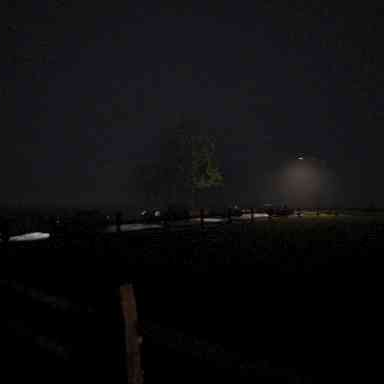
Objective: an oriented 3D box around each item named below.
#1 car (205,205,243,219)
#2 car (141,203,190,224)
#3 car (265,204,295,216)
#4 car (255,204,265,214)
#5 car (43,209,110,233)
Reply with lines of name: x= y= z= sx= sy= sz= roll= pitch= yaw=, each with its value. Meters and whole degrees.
car: x=3.646 y=2.088 z=36.151 sx=2.033 sy=1.411 sz=5.357 roll=0 pitch=-1 yaw=38
car: x=-2.238 y=1.754 z=28.592 sx=2.097 sy=1.767 sz=4.553 roll=0 pitch=-1 yaw=38
car: x=11.127 y=2.224 z=40.969 sx=1.994 sy=1.385 sz=4.181 roll=0 pitch=-1 yaw=38
car: x=10.115 y=2.255 z=44.409 sx=1.994 sy=1.385 sz=4.181 roll=0 pitch=-1 yaw=38
car: x=-7.485 y=1.840 z=21.850 sx=1.994 sy=1.385 sz=4.181 roll=0 pitch=-1 yaw=38
